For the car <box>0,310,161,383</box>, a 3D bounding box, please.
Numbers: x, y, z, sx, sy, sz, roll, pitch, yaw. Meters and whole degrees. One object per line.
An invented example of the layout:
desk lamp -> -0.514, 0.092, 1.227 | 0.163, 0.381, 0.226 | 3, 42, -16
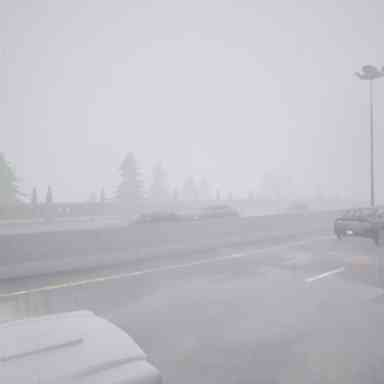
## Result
car -> -2.496, 1.615, 2.093 | 4.718, 1.301, 1.895 | 0, 0, -35

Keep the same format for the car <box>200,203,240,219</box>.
car -> 1.367, 1.587, 23.709 | 4.892, 1.490, 1.837 | 0, 0, -42

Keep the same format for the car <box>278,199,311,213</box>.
car -> 11.665, 1.599, 37.868 | 4.902, 1.511, 2.128 | 0, 0, -42

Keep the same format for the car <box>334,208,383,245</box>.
car -> 8.554, 1.521, 15.843 | 4.902, 1.511, 2.128 | 0, 0, -42

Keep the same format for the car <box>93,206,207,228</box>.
car -> -2.052, 1.608, 15.974 | 5.357, 1.411, 2.033 | 0, 0, -40
